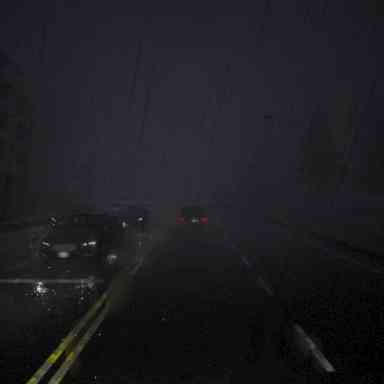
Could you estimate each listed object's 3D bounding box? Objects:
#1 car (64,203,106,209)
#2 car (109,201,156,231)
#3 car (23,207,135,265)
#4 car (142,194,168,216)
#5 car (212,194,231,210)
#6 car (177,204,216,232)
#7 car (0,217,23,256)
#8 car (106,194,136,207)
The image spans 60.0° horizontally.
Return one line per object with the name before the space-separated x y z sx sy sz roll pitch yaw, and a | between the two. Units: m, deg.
car | -7.098 1.502 20.816 1.837 1.490 4.892 0 0 0
car | -3.599 1.523 20.930 1.812 1.442 4.674 0 0 0
car | -3.598 1.490 11.755 2.128 1.511 4.902 0 0 0
car | -3.585 1.220 32.443 2.150 2.045 5.566 0 0 -1
car | 3.875 1.218 43.510 2.150 2.045 5.566 0 0 7
car | 0.089 1.545 19.836 2.033 1.411 5.357 0 0 0
car | -7.098 1.599 11.555 1.895 1.301 4.718 0 0 0
car | -7.057 1.219 33.681 2.150 2.045 5.566 0 0 1
